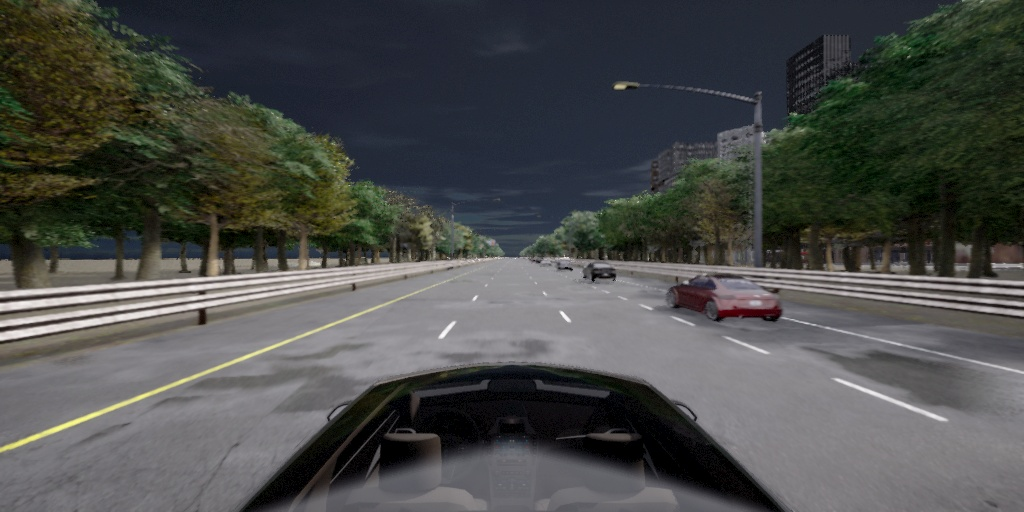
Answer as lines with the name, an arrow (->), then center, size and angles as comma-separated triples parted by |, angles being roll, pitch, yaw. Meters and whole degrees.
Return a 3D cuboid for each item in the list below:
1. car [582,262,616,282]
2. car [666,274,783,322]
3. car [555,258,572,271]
car -> 7.007, 1.240, 29.222 | 1.882, 1.535, 5.008 | 0, 0, 0
car -> 7.004, 1.317, 12.320 | 1.994, 1.385, 4.181 | 0, 0, 0
car -> 7.037, 1.334, 49.205 | 2.033, 1.411, 5.357 | 0, 0, 0
